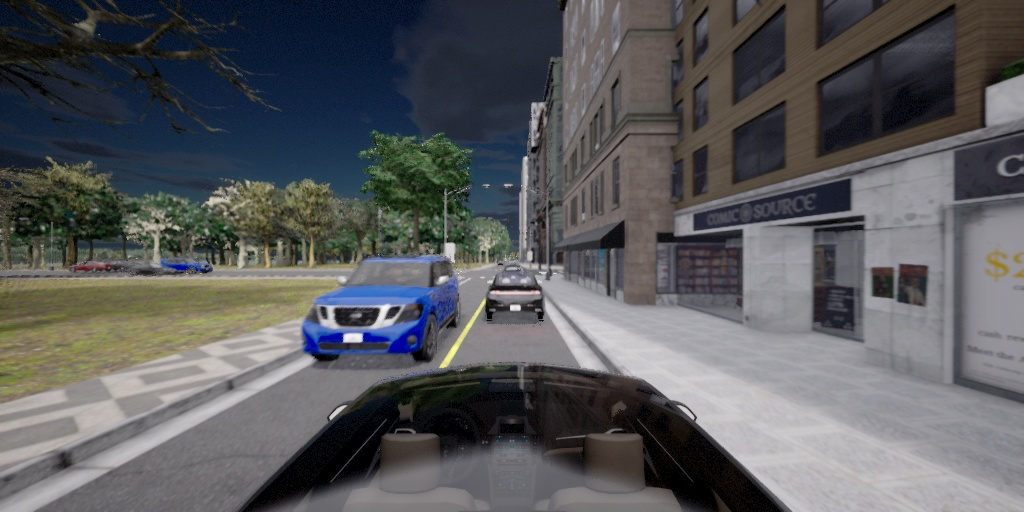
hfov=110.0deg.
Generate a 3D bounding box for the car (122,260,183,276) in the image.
[{"bbox_3d":[-41.382,1.553,41.310,4.674,1.442,1.812,0,0,0],"label":"car"}]

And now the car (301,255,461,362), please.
[{"bbox_3d":[-2.595,0.997,8.623,2.150,2.045,5.566,0,0,0],"label":"car"}]

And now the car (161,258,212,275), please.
[{"bbox_3d":[-40.625,1.240,44.563,5.566,2.045,2.150,0,0,0],"label":"car"}]

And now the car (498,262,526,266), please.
[{"bbox_3d":[0.121,1.386,27.680,1.812,1.442,4.674,0,0,1],"label":"car"}]

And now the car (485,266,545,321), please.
[{"bbox_3d":[0.102,1.283,12.699,2.128,1.511,4.902,0,0,0],"label":"car"}]
